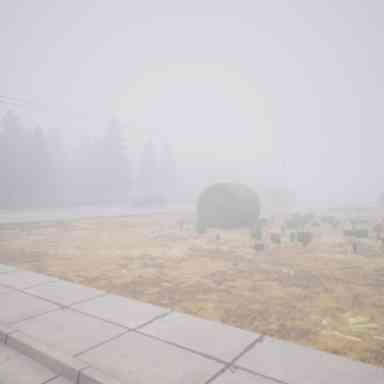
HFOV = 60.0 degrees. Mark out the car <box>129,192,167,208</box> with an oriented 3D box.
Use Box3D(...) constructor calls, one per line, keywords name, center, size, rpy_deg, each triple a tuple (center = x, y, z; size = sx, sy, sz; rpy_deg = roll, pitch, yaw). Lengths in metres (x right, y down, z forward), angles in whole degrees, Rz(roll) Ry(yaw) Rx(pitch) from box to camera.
Box3D(name="car", center=(-5.616, 1.010, 43.311), size=(2.150, 2.045, 5.566), rpy_deg=(1, 0, 37))
